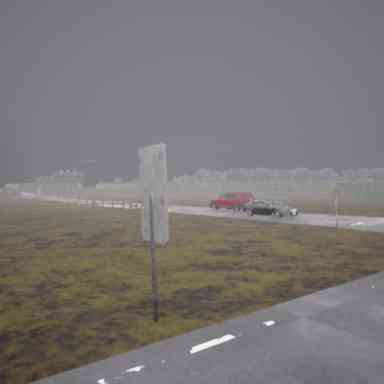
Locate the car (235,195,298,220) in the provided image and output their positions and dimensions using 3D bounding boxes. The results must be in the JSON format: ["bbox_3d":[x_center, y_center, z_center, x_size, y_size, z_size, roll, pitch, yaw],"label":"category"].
[{"bbox_3d":[6.184,1.318,26.740,2.128,1.511,4.902,-3,2,-35],"label":"car"}]

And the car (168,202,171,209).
[{"bbox_3d":[-4.540,1.343,41.809,1.837,1.490,4.892,-3,2,-35],"label":"car"}]

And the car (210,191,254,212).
[{"bbox_3d":[4.213,0.939,34.584,2.150,2.045,5.566,-3,2,-36],"label":"car"}]
